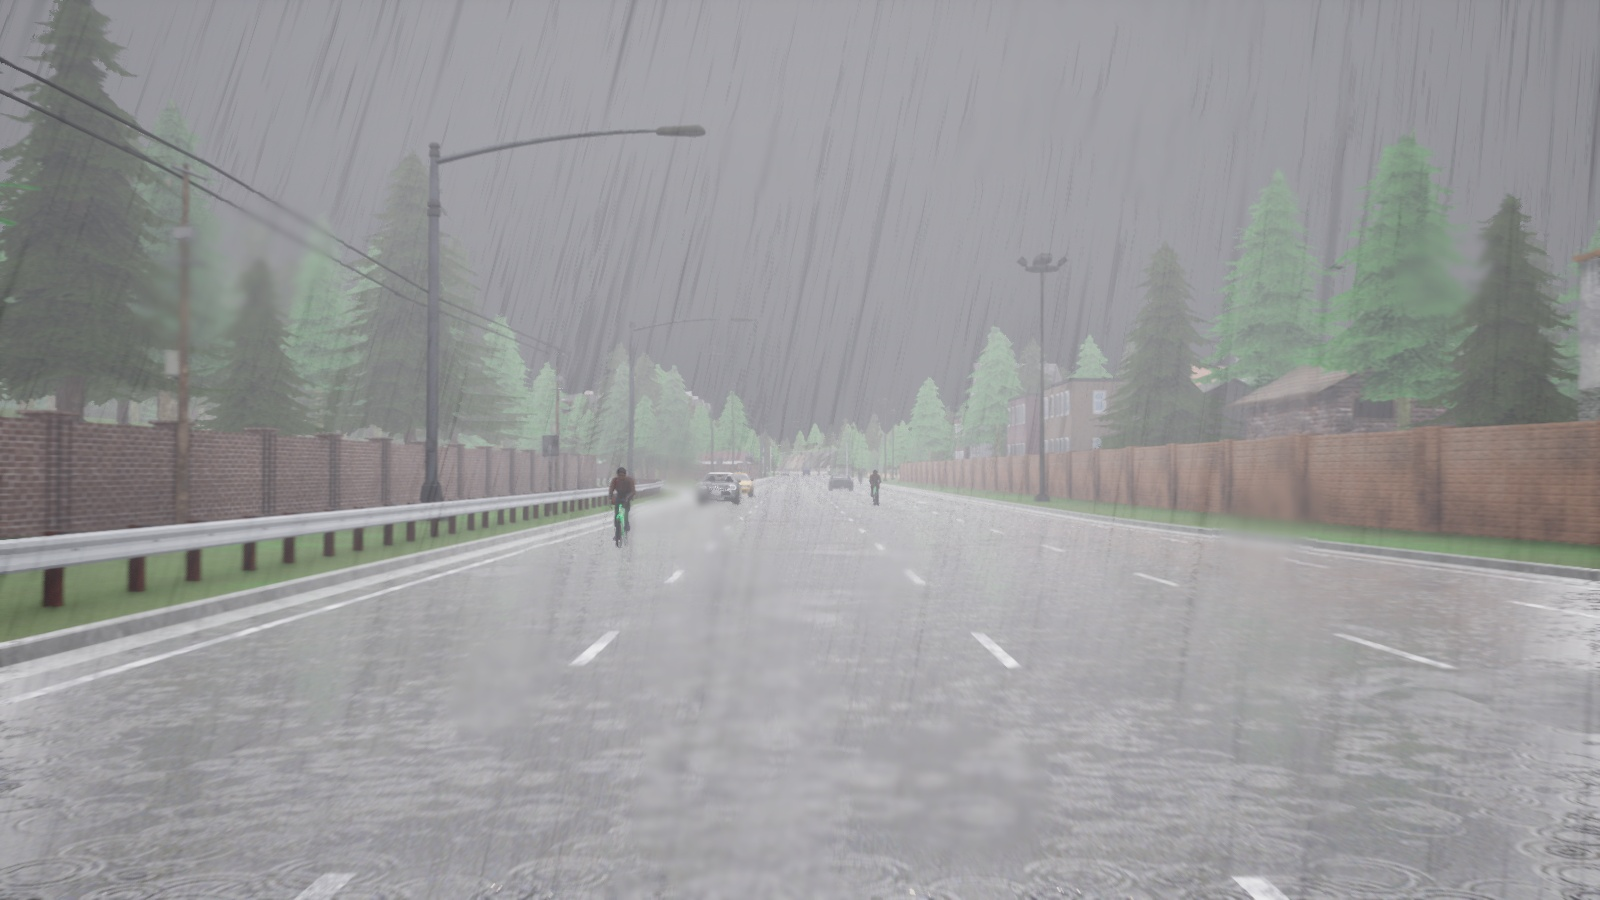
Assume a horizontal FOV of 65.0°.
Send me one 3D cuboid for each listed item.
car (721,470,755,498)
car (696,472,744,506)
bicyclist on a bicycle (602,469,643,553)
[{"bbox_3d":[-3.684,2.021,75.190,1.801,1.575,5.366,0,-1,0],"label":"car"},{"bbox_3d":[-3.640,1.754,57.519,1.970,1.475,3.806,0,-1,0],"label":"car"},{"bbox_3d":[-3.562,1.204,25.318,0.582,1.620,1.656,0,-1,0],"label":"bicyclist on a bicycle"}]
